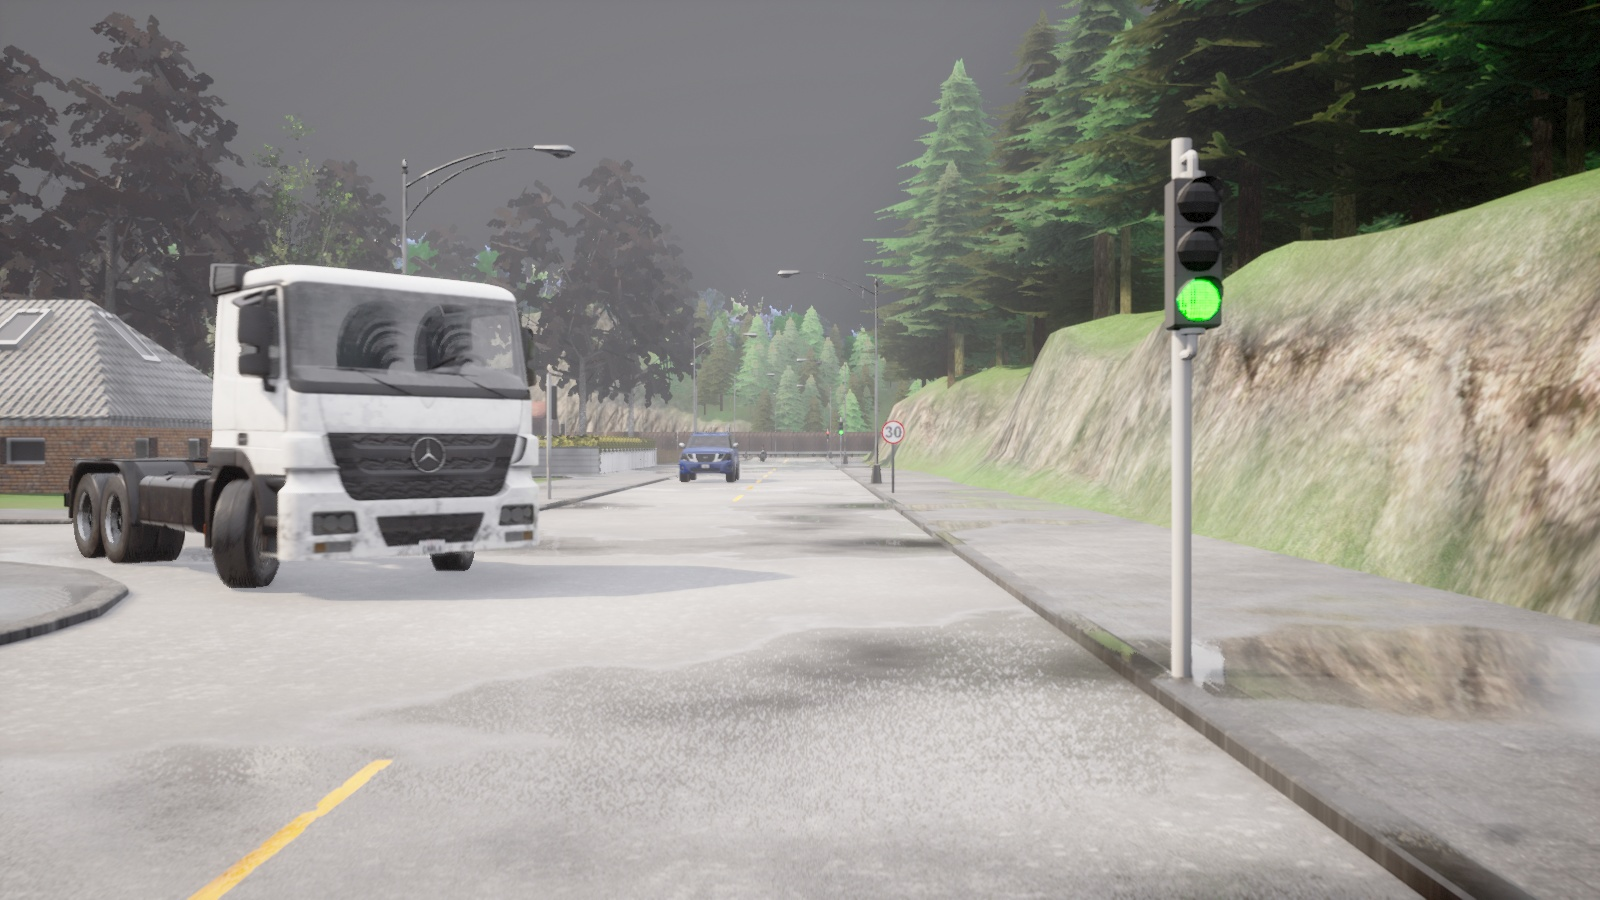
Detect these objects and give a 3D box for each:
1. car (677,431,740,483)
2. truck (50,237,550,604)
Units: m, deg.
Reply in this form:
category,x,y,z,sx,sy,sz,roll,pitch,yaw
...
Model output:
category,x,y,z,sx,sy,sz,roll,pitch,yaw
car,-3.693,0.269,51.815,2.150,2.045,5.566,0,0,0
truck,-6.586,-0.300,15.649,2.891,3.462,7.936,0,0,-45
